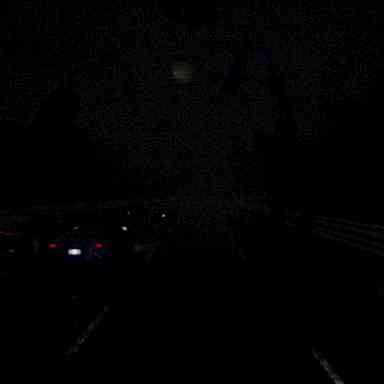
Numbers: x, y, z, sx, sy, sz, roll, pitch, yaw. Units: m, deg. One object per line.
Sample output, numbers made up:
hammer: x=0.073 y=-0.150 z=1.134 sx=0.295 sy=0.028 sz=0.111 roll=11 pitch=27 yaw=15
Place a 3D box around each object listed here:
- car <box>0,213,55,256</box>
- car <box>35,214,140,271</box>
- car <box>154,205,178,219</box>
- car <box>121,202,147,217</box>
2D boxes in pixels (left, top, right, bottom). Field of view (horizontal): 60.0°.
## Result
car: x=-6.698 y=1.601 z=13.764 sx=1.882 sy=1.535 sz=5.008 roll=0 pitch=0 yaw=1
car: x=-3.248 y=1.668 z=11.319 sx=1.994 sy=1.385 sz=4.181 roll=0 pitch=-1 yaw=1
car: x=-2.464 y=1.877 z=32.587 sx=1.895 sy=1.301 sz=4.718 roll=0 pitch=0 yaw=3
car: x=-5.882 y=1.776 z=34.072 sx=2.128 sy=1.511 sz=4.902 roll=0 pitch=0 yaw=3
